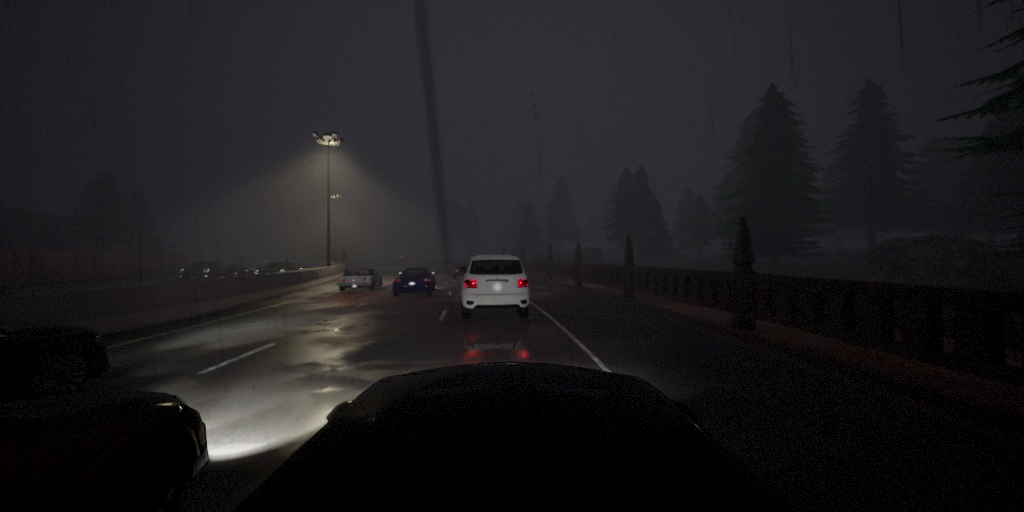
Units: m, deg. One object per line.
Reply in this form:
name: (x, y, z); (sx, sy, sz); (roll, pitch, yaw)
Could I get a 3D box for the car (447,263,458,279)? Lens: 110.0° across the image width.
car: (-4.797, 1.304, 32.912); (2.033, 1.411, 5.357); (0, 0, -17)

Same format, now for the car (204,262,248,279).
car: (-21.962, 1.387, 28.429); (1.994, 1.385, 4.181); (0, 0, -18)

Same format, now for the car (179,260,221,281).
car: (-26.507, 1.191, 30.973); (2.097, 1.767, 4.553); (0, 0, -20)

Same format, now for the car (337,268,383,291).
car: (-9.252, 1.378, 22.198); (1.895, 1.301, 4.718); (0, 0, -12)

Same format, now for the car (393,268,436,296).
car: (-5.235, 1.327, 19.610); (1.994, 1.385, 4.181); (0, 0, -9)

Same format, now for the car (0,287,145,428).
car: (-7.066, 1.267, 3.429); (2.128, 1.511, 4.902); (0, 0, -1)

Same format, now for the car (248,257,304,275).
car: (-18.138, 1.160, 27.825); (2.097, 1.767, 4.553); (0, 0, -17)

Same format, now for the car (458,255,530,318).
car: (-0.725, 0.970, 13.194); (2.150, 2.045, 5.566); (0, 0, -6)

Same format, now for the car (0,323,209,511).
car: (-3.565, 1.328, 1.294); (1.994, 1.385, 4.181); (0, 0, 0)
